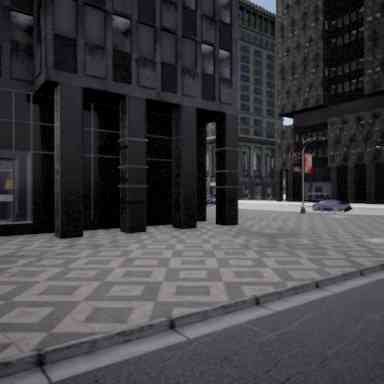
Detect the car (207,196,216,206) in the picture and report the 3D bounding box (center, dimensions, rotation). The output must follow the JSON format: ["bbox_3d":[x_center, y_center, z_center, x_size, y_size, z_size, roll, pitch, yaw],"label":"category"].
[{"bbox_3d":[2.793,1.476,56.511,1.882,1.535,5.008,0,0,-35],"label":"car"}]

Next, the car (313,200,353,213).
[{"bbox_3d":[15.966,1.562,37.887,1.994,1.385,4.181,0,0,-35],"label":"car"}]
